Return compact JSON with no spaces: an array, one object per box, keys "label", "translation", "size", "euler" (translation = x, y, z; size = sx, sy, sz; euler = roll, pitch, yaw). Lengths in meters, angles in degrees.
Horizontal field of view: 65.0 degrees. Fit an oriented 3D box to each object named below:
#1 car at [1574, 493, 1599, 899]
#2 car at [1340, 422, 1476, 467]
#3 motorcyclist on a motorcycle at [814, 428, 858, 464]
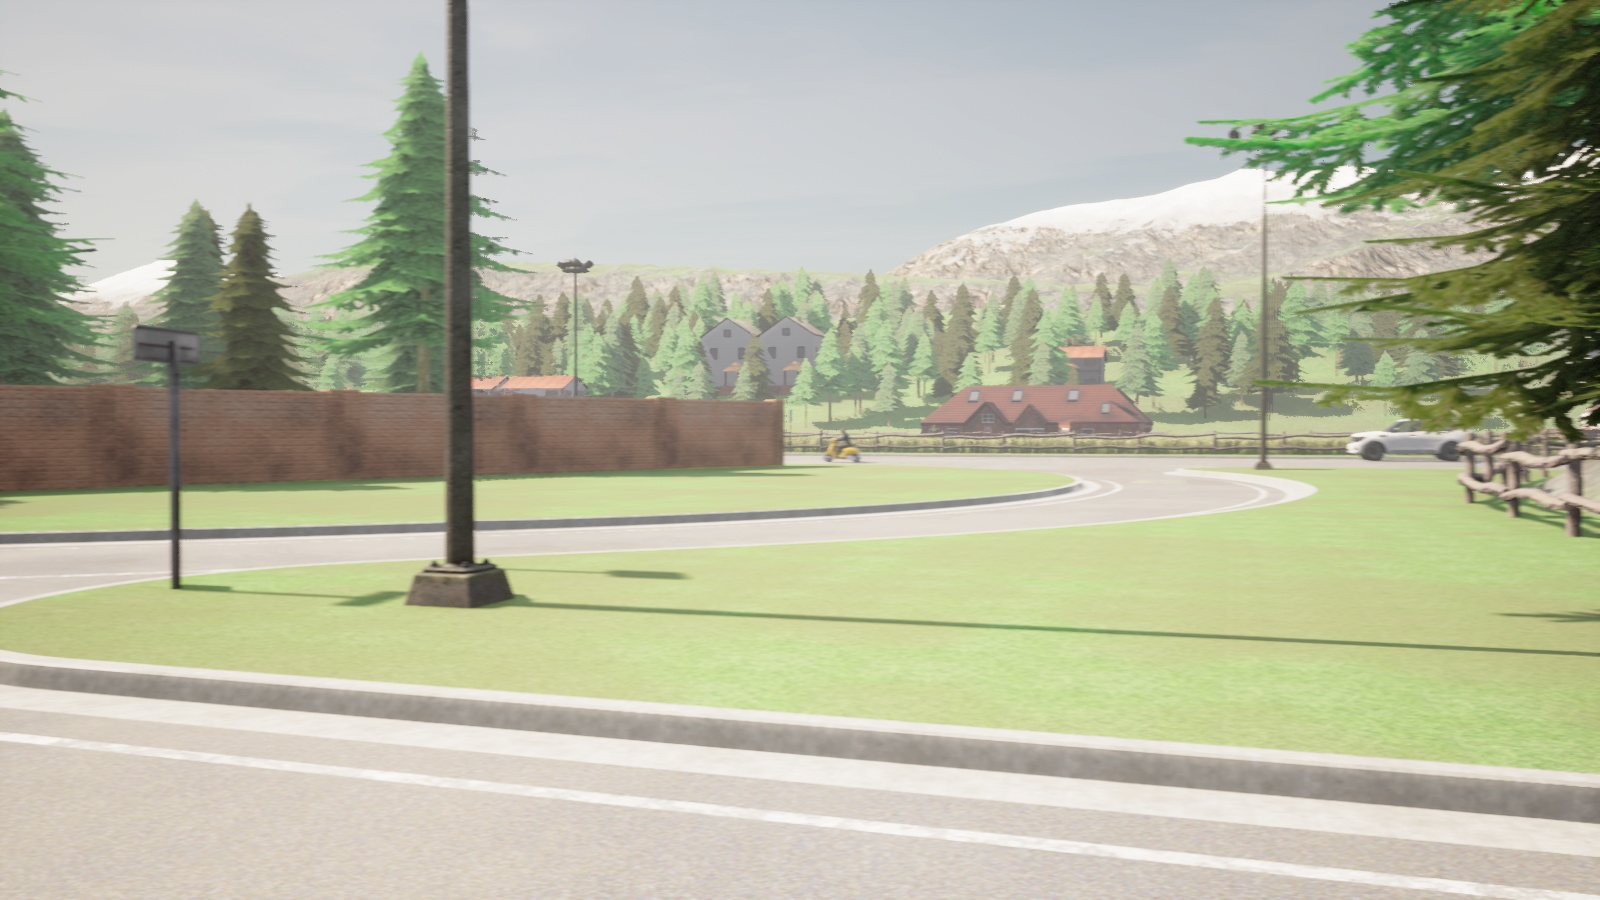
[{"label":"car","translation":[4.397,0.872,1.714],"size":[5.357,1.411,2.033],"euler":[1,1,19]},{"label":"car","translation":[28.733,-0.278,59.565],"size":[5.566,2.045,2.150],"euler":[1,1,19]},{"label":"motorcyclist on a motorcycle","translation":[1.667,-0.187,57.668],"size":[1.817,1.590,0.866],"euler":[1,1,19]}]
